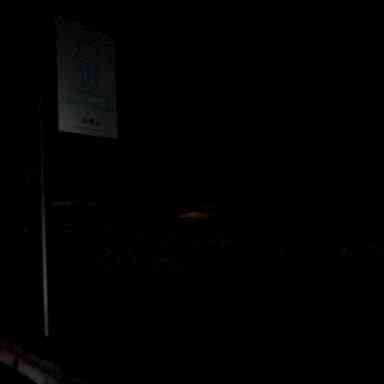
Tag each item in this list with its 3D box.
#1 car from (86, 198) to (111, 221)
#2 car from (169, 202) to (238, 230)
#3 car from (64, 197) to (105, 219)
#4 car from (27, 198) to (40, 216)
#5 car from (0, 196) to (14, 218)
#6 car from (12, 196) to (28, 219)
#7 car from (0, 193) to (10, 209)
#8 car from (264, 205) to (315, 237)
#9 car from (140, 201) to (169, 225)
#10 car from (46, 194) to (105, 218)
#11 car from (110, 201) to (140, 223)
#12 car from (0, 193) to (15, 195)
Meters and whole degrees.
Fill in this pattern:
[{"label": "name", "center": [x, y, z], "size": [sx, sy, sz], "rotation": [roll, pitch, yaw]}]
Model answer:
[{"label": "car", "center": [-5.569, 1.468, 26.650], "size": [2.097, 1.535, 5.008], "rotation": [0, 0, 35]}, {"label": "car", "center": [1.106, 1.474, 21.670], "size": [1.946, 1.575, 5.366], "rotation": [0, 0, 35]}, {"label": "car", "center": [-7.832, 1.465, 28.258], "size": [2.097, 1.535, 5.008], "rotation": [0, 0, 35]}, {"label": "car", "center": [-12.362, 1.460, 31.465], "size": [2.231, 1.521, 4.892], "rotation": [0, 0, 35]}, {"label": "car", "center": [-16.779, 1.443, 34.840], "size": [1.946, 1.575, 5.366], "rotation": [0, 0, 35]}, {"label": "car", "center": [-14.625, 1.454, 33.076], "size": [2.097, 1.535, 5.008], "rotation": [0, 0, 35]}, {"label": "car", "center": [-25.920, 1.132, 41.147], "size": [2.435, 2.045, 5.566], "rotation": [1, 0, 35]}, {"label": "car", "center": [5.721, 1.512, 18.580], "size": [2.163, 1.488, 4.792], "rotation": [0, 0, 35]}, {"label": "car", "center": [-1.032, 1.503, 23.453], "size": [2.163, 1.488, 4.792], "rotation": [0, 0, 35]}, {"label": "car", "center": [-10.114, 1.211, 29.839], "size": [2.435, 2.045, 5.566], "rotation": [0, 0, 35]}, {"label": "car", "center": [-3.306, 1.472, 25.042], "size": [2.231, 1.521, 4.892], "rotation": [0, 0, 35]}, {"label": "car", "center": [-23.690, 1.152, 39.492], "size": [2.435, 2.045, 5.566], "rotation": [0, 0, 35]}]
